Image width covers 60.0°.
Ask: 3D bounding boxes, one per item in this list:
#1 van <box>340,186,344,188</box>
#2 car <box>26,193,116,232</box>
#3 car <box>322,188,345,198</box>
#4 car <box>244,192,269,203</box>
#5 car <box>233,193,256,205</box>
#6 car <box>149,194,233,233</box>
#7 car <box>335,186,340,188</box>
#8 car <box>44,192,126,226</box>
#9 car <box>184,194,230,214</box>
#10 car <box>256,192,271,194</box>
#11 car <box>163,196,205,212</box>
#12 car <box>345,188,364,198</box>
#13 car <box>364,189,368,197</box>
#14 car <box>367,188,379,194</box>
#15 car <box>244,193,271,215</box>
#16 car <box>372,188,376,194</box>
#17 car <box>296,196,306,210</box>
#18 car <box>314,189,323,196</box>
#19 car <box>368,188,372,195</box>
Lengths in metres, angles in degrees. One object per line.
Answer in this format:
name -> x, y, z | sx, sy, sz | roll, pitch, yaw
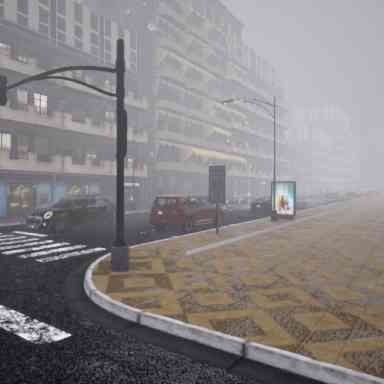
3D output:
van -> 37.422, -0.444, 86.105 | 1.690, 1.788, 3.998 | 2, 2, 35
car -> -6.695, 1.110, 18.466 | 2.097, 1.767, 4.553 | 0, 1, 35
car -> 24.601, 0.381, 57.678 | 1.994, 1.385, 4.181 | 0, 1, 35
car -> 8.835, 0.756, 45.195 | 1.802, 1.307, 4.206 | 2, 2, 35
car -> 5.659, 0.830, 40.648 | 2.008, 1.369, 4.403 | 2, 2, 35
car -> -0.140, 1.027, 17.708 | 2.192, 1.841, 5.009 | 1, 2, 35
car -> 34.246, -0.238, 81.562 | 1.967, 1.590, 4.097 | 2, 2, 35
car -> -7.044, 1.011, 22.456 | 2.192, 1.841, 5.009 | 1, 2, 35
car -> 1.437, 0.996, 30.103 | 1.837, 1.490, 4.892 | 0, 2, 35
car -> 10.088, 0.701, 42.433 | 2.128, 1.511, 4.902 | 0, 1, 35
car -> -0.693, 1.071, 31.556 | 1.802, 1.307, 4.206 | 1, 2, 35
car -> 28.451, 0.310, 58.640 | 1.887, 1.381, 4.507 | 1, 2, 35
car -> 31.628, 0.099, 63.183 | 1.967, 1.590, 4.097 | 1, 2, 35
car -> 44.335, -0.219, 81.376 | 2.008, 1.369, 4.403 | 1, 2, 35
car -> 6.212, 1.070, 26.808 | 1.947, 1.339, 4.313 | 1, 2, 35
car -> 37.982, -0.010, 72.281 | 1.887, 1.381, 4.507 | 1, 2, 35
car -> 9.389, 0.965, 31.356 | 1.947, 1.339, 4.313 | 1, 2, 35
car -> 27.892, -0.023, 72.468 | 1.967, 1.590, 4.097 | 2, 2, 35
car -> 34.805, 0.097, 67.734 | 1.887, 1.381, 4.507 | 1, 2, 35
